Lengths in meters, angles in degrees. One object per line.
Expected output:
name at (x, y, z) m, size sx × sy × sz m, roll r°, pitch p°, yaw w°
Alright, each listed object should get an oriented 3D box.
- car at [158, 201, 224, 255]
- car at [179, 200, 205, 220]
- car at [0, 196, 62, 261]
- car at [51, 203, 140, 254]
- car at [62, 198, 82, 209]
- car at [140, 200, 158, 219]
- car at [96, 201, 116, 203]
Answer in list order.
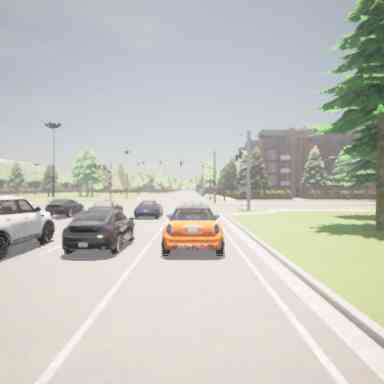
car at (0.046, 1.251, 12.914) m, size 2.097 × 1.767 × 4.553 m, roll 0°, pitch 0°, yaw 1°
car at (0.109, 1.391, 27.261) m, size 1.895 × 1.301 × 4.718 m, roll 0°, pitch 0°, yaw 2°
car at (-6.964, 1.131, 11.872) m, size 2.150 × 2.045 × 5.566 m, roll 0°, pitch 1°, yaw 1°
car at (-3.452, 1.405, 13.023) m, size 1.837 × 1.490 × 4.892 m, roll 0°, pitch 1°, yaw 1°
car at (-10.458, 1.293, 27.615) m, size 1.837 × 1.490 × 4.892 m, roll 0°, pitch 1°, yaw 0°
car at (-3.459, 1.356, 26.921) m, size 1.994 × 1.385 × 4.181 m, roll 0°, pitch 0°, yaw 0°
car at (-6.960, 1.391, 27.266) m, size 1.895 × 1.301 × 4.718 m, roll 0°, pitch 0°, yaw 1°
